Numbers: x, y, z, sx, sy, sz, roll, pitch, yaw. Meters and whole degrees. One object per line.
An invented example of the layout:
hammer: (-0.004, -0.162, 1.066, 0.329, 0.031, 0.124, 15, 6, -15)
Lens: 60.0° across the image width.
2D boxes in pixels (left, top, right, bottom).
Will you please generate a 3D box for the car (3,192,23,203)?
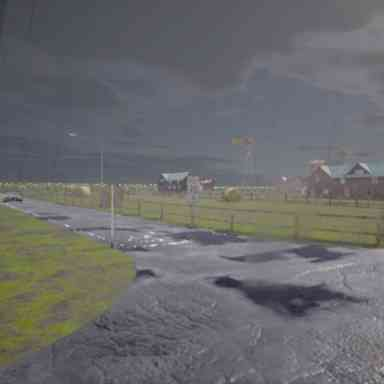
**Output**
car: (-24.626, 0.734, 45.686, 1.994, 1.385, 4.181, 1, 1, -36)
